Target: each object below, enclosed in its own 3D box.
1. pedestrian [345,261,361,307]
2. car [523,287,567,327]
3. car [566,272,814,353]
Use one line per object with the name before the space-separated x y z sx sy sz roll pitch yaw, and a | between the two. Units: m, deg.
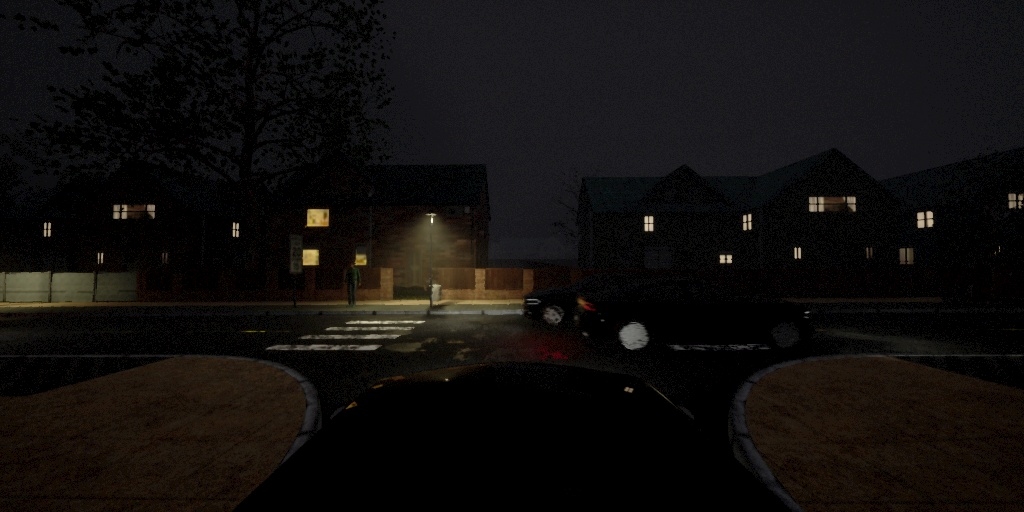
pedestrian | -6.451 1.113 14.418 0.375 1.860 0.375 0 -1 2
car | 2.848 1.288 11.208 5.008 1.535 1.882 -1 -1 2
car | 3.952 1.214 8.216 5.008 1.535 1.882 -1 -1 2
